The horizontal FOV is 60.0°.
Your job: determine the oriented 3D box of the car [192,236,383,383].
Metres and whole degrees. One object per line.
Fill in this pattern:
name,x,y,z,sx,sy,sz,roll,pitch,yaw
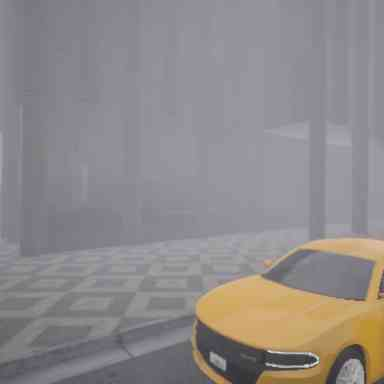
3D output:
car,2.301,1.477,4.902,5.008,1.535,1.882,0,0,-36
